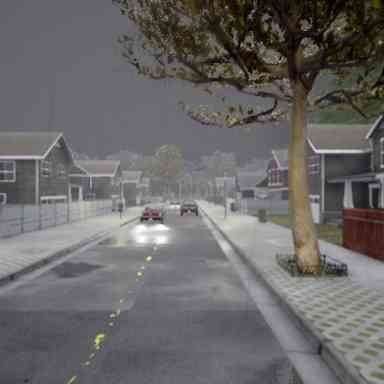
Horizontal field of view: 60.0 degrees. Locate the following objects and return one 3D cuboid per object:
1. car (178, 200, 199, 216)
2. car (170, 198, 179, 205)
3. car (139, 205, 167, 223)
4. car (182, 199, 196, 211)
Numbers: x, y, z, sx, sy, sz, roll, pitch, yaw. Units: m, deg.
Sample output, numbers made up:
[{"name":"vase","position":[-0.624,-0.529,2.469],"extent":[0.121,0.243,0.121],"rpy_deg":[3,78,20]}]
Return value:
[{"name":"car","position":[-0.292,1.735,35.796],"extent":[1.837,1.490,4.892],"rpy_deg":[0,0,-1]},{"name":"car","position":[-3.498,1.998,68.310],"extent":[2.128,1.511,4.902],"rpy_deg":[0,0,0]},{"name":"car","position":[-3.146,1.775,27.342],"extent":[1.895,1.301,4.718],"rpy_deg":[0,0,-1]},{"name":"car","position":[-0.408,1.807,45.747],"extent":[1.837,1.490,4.892],"rpy_deg":[0,0,-1]}]
